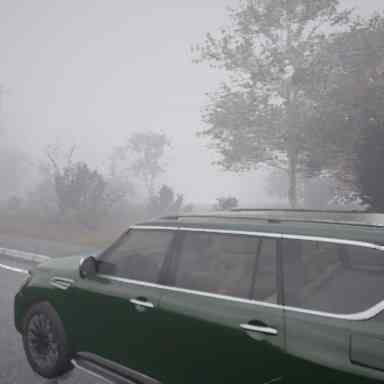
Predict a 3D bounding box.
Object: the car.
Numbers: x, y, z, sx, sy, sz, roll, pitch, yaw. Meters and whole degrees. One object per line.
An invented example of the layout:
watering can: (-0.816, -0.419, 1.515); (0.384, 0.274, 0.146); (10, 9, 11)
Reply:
car: (0.232, 1.221, 3.825); (5.566, 2.045, 2.150); (0, 0, 36)
